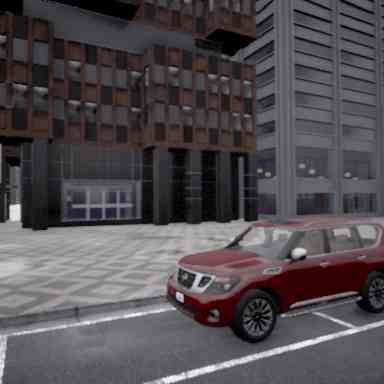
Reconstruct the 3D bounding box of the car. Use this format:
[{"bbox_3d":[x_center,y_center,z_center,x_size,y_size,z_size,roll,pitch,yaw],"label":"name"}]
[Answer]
[{"bbox_3d":[2.042,1.484,6.794,5.009,1.841,2.192,1,-2,-27],"label":"car"}]
